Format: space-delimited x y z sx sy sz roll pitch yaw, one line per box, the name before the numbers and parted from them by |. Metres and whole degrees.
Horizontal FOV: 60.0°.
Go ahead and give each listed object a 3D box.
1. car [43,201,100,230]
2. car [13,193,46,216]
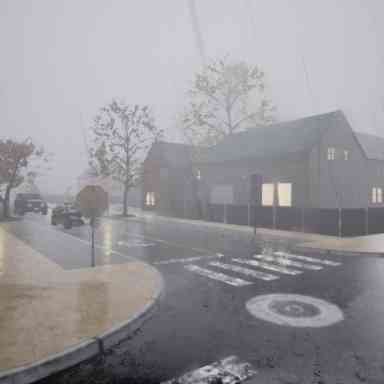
car | -7.266 1.422 20.503 2.128 1.511 4.902 1 0 -37
car | -15.139 1.112 31.062 2.150 2.045 5.566 1 -1 -37
